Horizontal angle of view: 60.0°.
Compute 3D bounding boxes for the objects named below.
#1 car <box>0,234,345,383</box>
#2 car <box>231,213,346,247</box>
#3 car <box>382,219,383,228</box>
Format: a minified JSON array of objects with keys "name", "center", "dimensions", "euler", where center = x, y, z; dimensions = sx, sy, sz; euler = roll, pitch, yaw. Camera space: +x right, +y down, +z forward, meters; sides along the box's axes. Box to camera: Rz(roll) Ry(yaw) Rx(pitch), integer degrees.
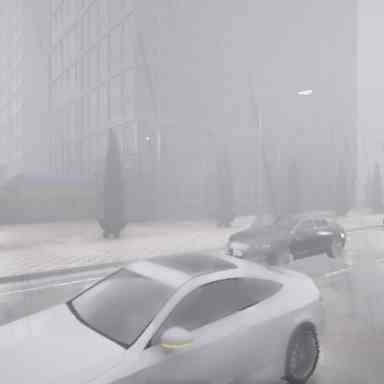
[{"name":"car","center":[-0.259,1.526,3.768],"dimensions":[4.674,1.442,1.812],"euler":[0,0,-39]},{"name":"car","center":[3.241,1.492,11.025],"dimensions":[4.902,1.511,2.128],"euler":[0,0,-38]},{"name":"car","center":[12.201,1.601,18.047],"dimensions":[4.718,1.301,1.895],"euler":[0,0,-38]}]
